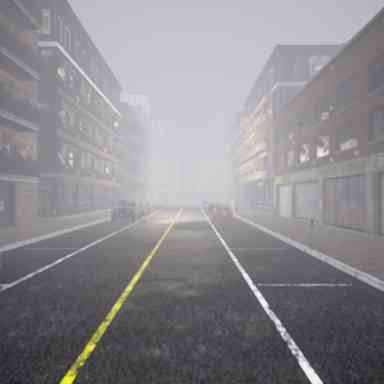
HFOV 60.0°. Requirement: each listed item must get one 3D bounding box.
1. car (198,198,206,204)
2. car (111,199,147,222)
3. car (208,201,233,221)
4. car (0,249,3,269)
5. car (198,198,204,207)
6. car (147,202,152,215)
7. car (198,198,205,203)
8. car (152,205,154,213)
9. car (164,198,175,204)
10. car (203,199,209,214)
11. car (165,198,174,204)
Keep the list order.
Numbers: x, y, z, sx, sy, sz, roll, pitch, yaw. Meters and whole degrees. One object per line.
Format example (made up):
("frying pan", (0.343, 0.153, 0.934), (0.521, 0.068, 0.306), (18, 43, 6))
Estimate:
("car", (2.604, 2.249, 86.071), (1.752, 1.417, 4.829), (0, 0, 0))
("car", (-5.718, 1.568, 29.538), (2.192, 1.841, 5.009), (0, 0, 0))
("car", (2.661, 1.779, 29.711), (1.752, 1.417, 4.829), (0, 0, 0))
("car", (-5.697, 1.644, 6.991), (1.802, 1.307, 4.206), (0, 0, 0))
("car", (2.627, 2.086, 63.356), (2.008, 1.369, 4.403), (0, 0, 0))
("car", (-5.725, 1.740, 35.172), (1.967, 1.590, 4.097), (0, 0, 0))
("car", (2.598, 2.335, 91.537), (1.947, 1.339, 4.313), (0, 0, 0))
("car", (-5.731, 1.892, 40.809), (1.887, 1.381, 4.507), (0, 0, 0))
("car", (-5.771, 2.227, 80.260), (2.008, 1.369, 4.403), (0, 0, 0))
("car", (2.650, 1.892, 40.813), (1.887, 1.381, 4.507), (0, 0, 0))
("car", (-5.777, 2.274, 85.896), (2.008, 1.369, 4.403), (0, 0, 0))
